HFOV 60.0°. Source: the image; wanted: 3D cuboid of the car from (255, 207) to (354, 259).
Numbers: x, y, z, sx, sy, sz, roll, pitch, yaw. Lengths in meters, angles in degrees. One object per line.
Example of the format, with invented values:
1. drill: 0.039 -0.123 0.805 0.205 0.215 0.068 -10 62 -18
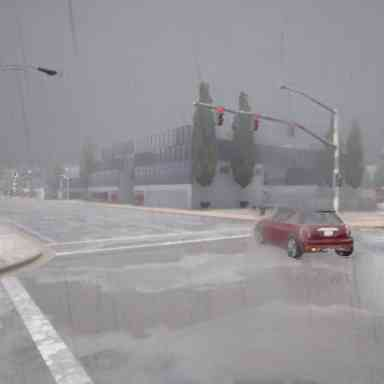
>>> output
1. car: 4.118 1.371 13.004 2.097 1.767 4.553 0 0 -10
